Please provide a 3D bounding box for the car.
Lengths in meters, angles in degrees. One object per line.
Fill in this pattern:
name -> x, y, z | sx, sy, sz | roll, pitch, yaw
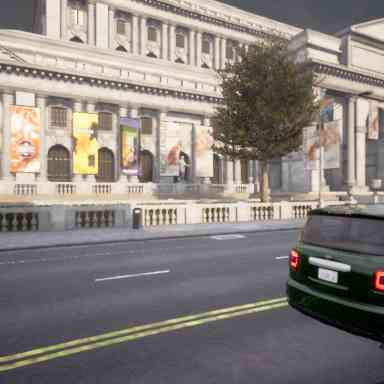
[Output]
car -> 4.174, 1.220, 5.828 | 5.566, 2.045, 2.150 | 0, 0, -29
